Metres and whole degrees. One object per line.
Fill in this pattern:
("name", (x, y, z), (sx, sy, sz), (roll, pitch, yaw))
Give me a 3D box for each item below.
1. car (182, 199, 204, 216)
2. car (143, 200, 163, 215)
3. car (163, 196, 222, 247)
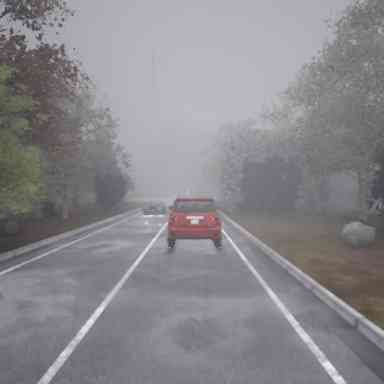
("car", (0.108, 1.476, 32.507), (1.994, 1.385, 4.181), (0, 0, 0))
("car", (-3.587, 1.476, 32.685), (1.994, 1.385, 4.181), (0, 0, 0))
("car", (0.104, 1.197, 15.126), (2.150, 2.045, 5.566), (0, 0, 0))
